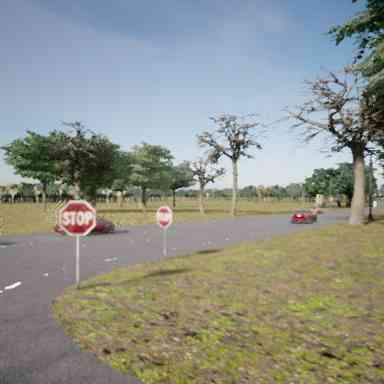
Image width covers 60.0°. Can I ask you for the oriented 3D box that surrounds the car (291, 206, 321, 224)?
[{"bbox_3d":[14.224,2.998,41.955,2.097,1.767,4.553,0,-1,36],"label":"car"}]

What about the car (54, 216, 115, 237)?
[{"bbox_3d":[-7.577,2.373,23.777,1.994,1.385,4.181,0,-1,36],"label":"car"}]
